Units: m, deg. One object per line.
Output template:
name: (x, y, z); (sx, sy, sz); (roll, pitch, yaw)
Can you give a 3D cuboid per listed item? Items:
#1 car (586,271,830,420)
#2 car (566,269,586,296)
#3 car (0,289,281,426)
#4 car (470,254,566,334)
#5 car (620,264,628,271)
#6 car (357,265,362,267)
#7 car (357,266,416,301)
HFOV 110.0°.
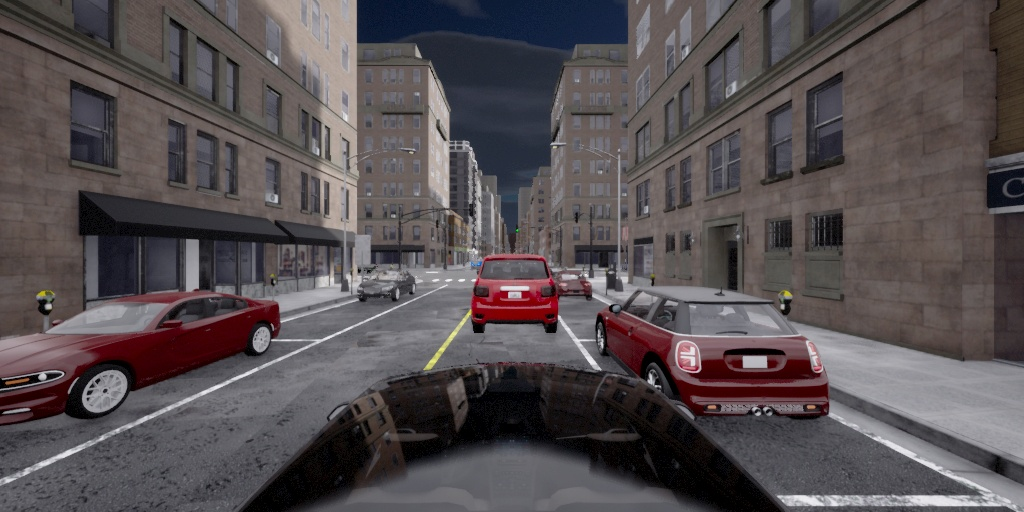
car: (2.675, 1.190, 5.882); (1.967, 1.591, 4.097); (0, 0, 0)
car: (2.696, 1.333, 17.071); (1.802, 1.307, 4.207); (0, 0, 0)
car: (-5.850, 1.295, 5.889); (1.888, 1.381, 4.507); (0, 0, 0)
car: (0.073, 0.972, 10.752); (2.150, 2.045, 5.566); (0, 0, 0)
car: (15.652, 1.300, 44.633); (4.674, 1.442, 1.812); (0, 0, 0)
car: (-16.778, 1.332, 37.816); (4.718, 1.301, 1.895); (0, 0, 0)
car: (-5.830, 1.302, 17.081); (2.007, 1.370, 4.403); (0, 0, 0)
